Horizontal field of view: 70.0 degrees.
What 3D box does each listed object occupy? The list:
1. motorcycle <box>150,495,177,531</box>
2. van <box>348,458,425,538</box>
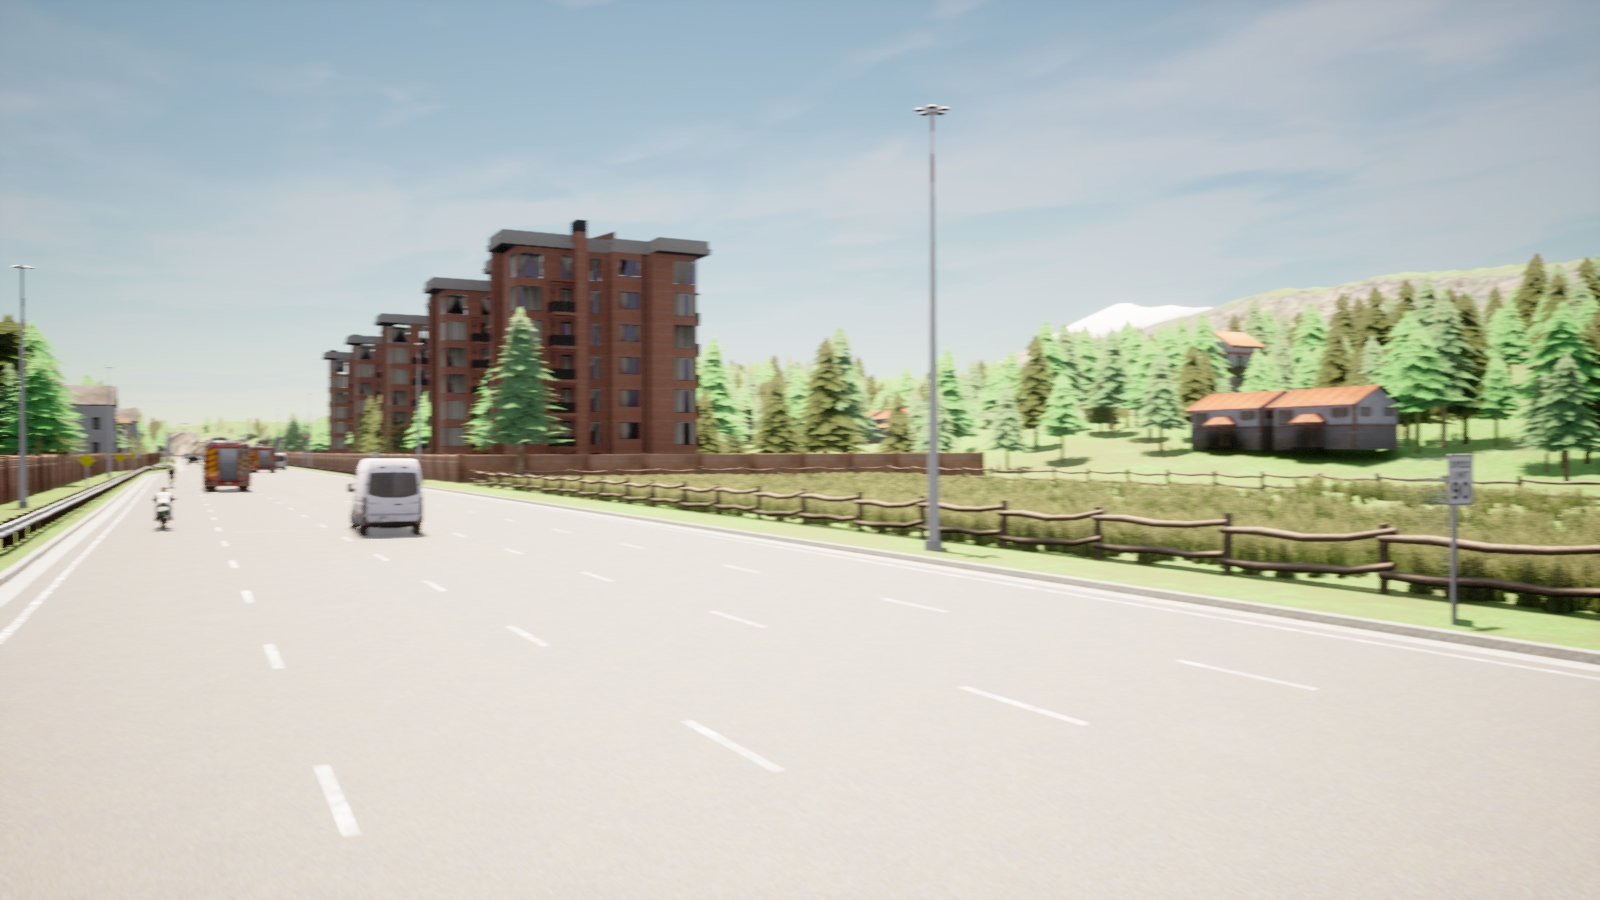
[{"bbox_3d":[-23.080,2.255,41.446,0.803,1.199,2.033,0,0,-28],"label":"motorcycle"},{"bbox_3d":[-14.572,1.578,40.067,1.988,2.561,5.915,1,0,-25],"label":"van"}]
